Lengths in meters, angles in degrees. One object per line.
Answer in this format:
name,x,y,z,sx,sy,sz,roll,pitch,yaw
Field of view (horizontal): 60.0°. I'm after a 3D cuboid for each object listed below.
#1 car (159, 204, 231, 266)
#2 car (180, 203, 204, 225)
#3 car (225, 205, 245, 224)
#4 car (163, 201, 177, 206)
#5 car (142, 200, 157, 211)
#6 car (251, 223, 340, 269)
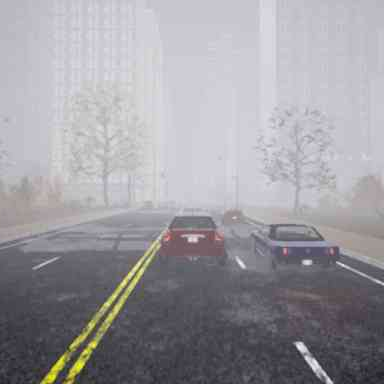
car,0.044,1.492,12.204,2.097,1.767,4.553,0,-1,0
car,0.056,1.795,28.459,1.882,1.535,5.008,0,0,1
car,3.302,1.837,27.903,1.812,1.442,4.674,0,0,1
car,-3.296,2.070,50.414,1.812,1.442,4.674,0,-1,0
car,-6.539,2.057,51.062,1.837,1.490,4.892,0,-1,0
car,3.287,1.735,11.643,1.895,1.301,4.718,0,-1,1
